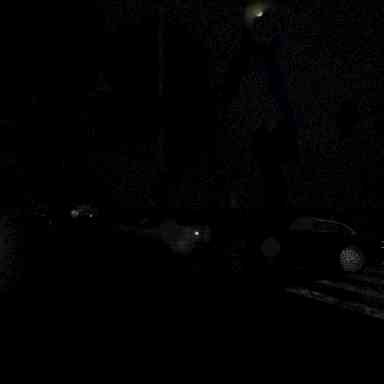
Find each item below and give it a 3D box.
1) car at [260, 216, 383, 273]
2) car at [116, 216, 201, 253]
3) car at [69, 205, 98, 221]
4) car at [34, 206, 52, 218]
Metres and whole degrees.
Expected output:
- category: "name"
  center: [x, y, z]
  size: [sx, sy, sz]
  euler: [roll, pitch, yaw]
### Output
- category: "car"
  center: [4.399, 1.547, 10.964]
  size: [2.128, 1.511, 4.902]
  euler: [0, -1, -34]
- category: "car"
  center: [-1.608, 1.753, 14.576]
  size: [1.895, 1.301, 4.718]
  euler: [0, -1, -34]
- category: "car"
  center: [-10.922, 2.063, 33.573]
  size: [1.812, 1.442, 4.674]
  euler: [0, -1, -34]
- category: "car"
  center: [-17.292, 2.280, 37.831]
  size: [1.895, 1.301, 4.718]
  euler: [0, -1, -34]
